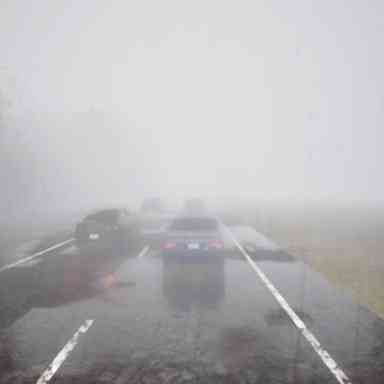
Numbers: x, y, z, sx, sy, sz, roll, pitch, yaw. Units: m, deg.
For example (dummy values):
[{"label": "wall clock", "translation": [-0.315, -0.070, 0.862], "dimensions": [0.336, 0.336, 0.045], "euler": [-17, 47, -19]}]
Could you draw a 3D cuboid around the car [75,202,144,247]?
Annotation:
[{"label": "car", "translation": [-3.385, 1.345, 13.907], "dimensions": [1.812, 1.442, 4.674], "euler": [0, 1, 1]}]

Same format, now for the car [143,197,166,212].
[{"label": "car", "translation": [-3.314, 1.152, 28.904], "dimensions": [1.812, 1.442, 4.674], "euler": [0, 1, 1]}]

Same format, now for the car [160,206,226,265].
[{"label": "car", "translation": [0.071, 1.404, 11.050], "dimensions": [2.033, 1.411, 5.357], "euler": [0, 1, 1]}]

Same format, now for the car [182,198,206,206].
[{"label": "car", "translation": [0.144, 1.211, 26.061], "dimensions": [2.033, 1.411, 5.357], "euler": [0, 1, 1]}]
